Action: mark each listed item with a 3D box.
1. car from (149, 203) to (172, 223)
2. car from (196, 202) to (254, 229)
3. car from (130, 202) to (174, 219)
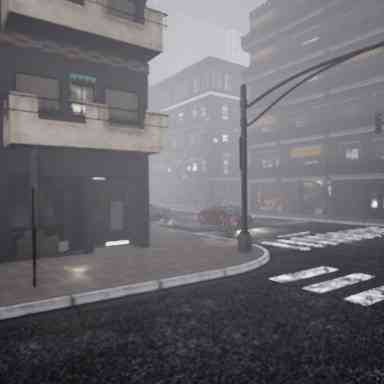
[{"bbox_3d":[-3.416,1.639,25.759,1.947,1.339,4.313,-1,1,-36],"label":"car"},{"bbox_3d":[2.125,1.602,22.296,1.994,1.385,4.181,-1,0,-36],"label":"car"},{"bbox_3d":[-3.756,1.646,30.441,1.895,1.301,4.718,-1,0,-36],"label":"car"}]
